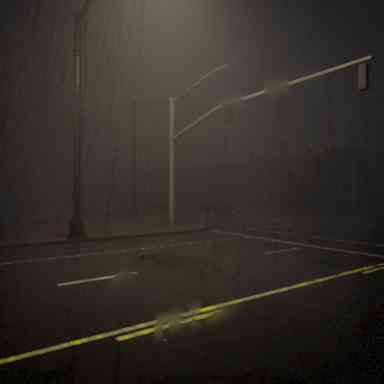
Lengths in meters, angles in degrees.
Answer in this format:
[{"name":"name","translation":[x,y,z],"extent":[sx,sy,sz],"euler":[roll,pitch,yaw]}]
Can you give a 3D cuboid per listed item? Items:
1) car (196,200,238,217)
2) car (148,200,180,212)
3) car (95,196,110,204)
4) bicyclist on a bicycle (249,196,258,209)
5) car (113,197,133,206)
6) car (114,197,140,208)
[{"name":"car","translation":[2.383,1.537,32.107],"extent":[2.128,1.511,4.902],"euler":[0,0,-36]},{"name":"car","translation":[-3.418,1.646,40.195],"extent":[1.895,1.301,4.718],"euler":[0,0,-36]},{"name":"car","translation":[-17.963,1.575,66.642],"extent":[1.812,1.442,4.674],"euler":[0,0,-36]},{"name":"bicyclist on a bicycle","translation":[8.004,1.373,43.118],"extent":[1.656,1.620,0.582],"euler":[0,0,-36]},{"name":"car","translation":[-12.135,1.618,58.603],"extent":[1.994,1.385,4.181],"euler":[0,0,-35]},{"name":"car","translation":[-9.299,1.523,48.410],"extent":[1.882,1.535,5.008],"euler":[0,0,-35]}]
